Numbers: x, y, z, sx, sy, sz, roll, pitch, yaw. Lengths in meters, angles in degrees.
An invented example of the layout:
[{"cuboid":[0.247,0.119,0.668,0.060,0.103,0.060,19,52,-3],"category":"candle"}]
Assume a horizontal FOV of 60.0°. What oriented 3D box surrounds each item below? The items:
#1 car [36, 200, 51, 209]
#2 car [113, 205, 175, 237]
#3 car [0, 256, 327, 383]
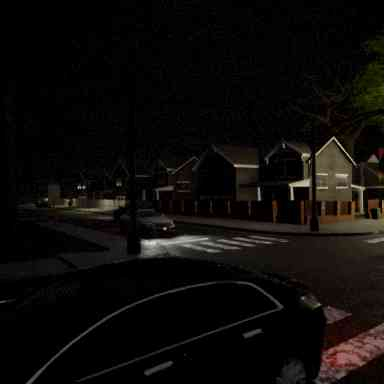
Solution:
[{"cuboid":[-26.072,2.154,58.373,2.128,1.511,4.902,-1,0,-35],"category":"car"},{"cuboid":[-2.805,1.716,19.735,1.812,1.442,4.674,-1,0,-35],"category":"car"},{"cuboid":[-0.698,1.504,3.181,4.892,1.490,1.837,0,0,-35],"category":"car"}]
